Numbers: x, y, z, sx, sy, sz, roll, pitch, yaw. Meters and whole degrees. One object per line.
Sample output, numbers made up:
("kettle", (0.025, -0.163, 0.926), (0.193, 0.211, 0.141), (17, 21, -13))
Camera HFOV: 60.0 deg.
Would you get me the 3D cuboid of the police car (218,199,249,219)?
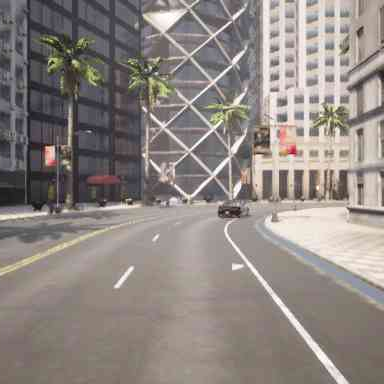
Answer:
("police car", (3.758, 1.452, 29.333), (1.930, 1.638, 5.238), (0, 0, 20))
